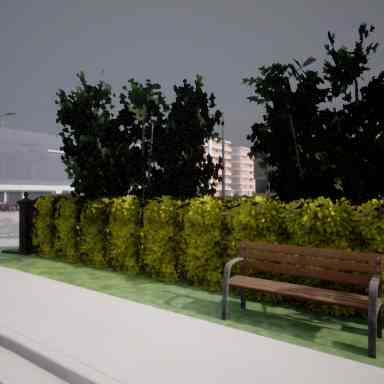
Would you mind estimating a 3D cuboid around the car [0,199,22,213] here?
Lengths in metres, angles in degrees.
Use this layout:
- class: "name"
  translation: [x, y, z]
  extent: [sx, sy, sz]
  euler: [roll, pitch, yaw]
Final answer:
- class: "car"
  translation: [-19.075, 1.502, 37.556]
  extent: [2.033, 1.411, 5.357]
  euler: [0, 0, 35]

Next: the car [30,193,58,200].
- class: "car"
  translation: [-15.249, 1.167, 36.886]
  extent: [2.150, 2.045, 5.566]
  euler: [0, 0, 36]
